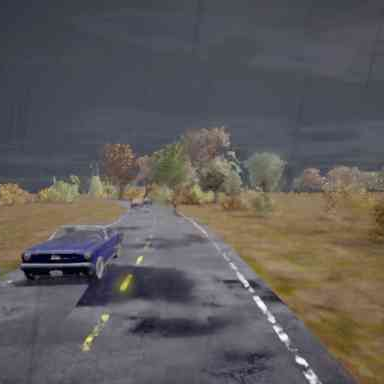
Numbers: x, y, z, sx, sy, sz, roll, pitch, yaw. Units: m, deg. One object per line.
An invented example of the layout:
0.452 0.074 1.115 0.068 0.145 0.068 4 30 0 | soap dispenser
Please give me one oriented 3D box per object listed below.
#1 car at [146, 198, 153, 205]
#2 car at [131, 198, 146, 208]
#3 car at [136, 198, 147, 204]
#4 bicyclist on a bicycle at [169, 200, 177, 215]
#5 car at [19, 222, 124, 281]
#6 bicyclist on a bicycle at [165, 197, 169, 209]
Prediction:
-9.264 1.922 68.569 1.812 1.442 4.674 0 -1 -15 | car
-8.802 1.784 53.375 1.882 1.535 5.008 0 0 -11 | car
-11.834 2.044 77.411 1.895 1.301 4.718 0 0 -18 | car
-1.837 1.650 36.274 0.582 1.620 1.656 0 -1 -8 | bicyclist on a bicycle
-3.380 1.660 10.253 1.895 1.301 4.718 0 0 -3 | car
-3.379 1.624 45.889 0.659 1.776 1.843 0 0 -10 | bicyclist on a bicycle
